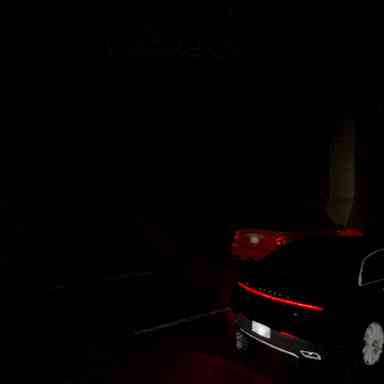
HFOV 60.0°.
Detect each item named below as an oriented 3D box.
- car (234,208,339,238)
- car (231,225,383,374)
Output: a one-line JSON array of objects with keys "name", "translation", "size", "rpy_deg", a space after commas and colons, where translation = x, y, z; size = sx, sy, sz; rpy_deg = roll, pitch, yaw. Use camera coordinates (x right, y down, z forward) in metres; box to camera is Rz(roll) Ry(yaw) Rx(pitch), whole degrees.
[{"name": "car", "translation": [3.448, 1.351, 10.378], "size": [4.553, 1.767, 2.097], "rpy_deg": [0, 0, -35]}, {"name": "car", "translation": [2.851, 1.505, 5.654], "size": [4.892, 1.490, 1.837], "rpy_deg": [0, 0, -35]}]
